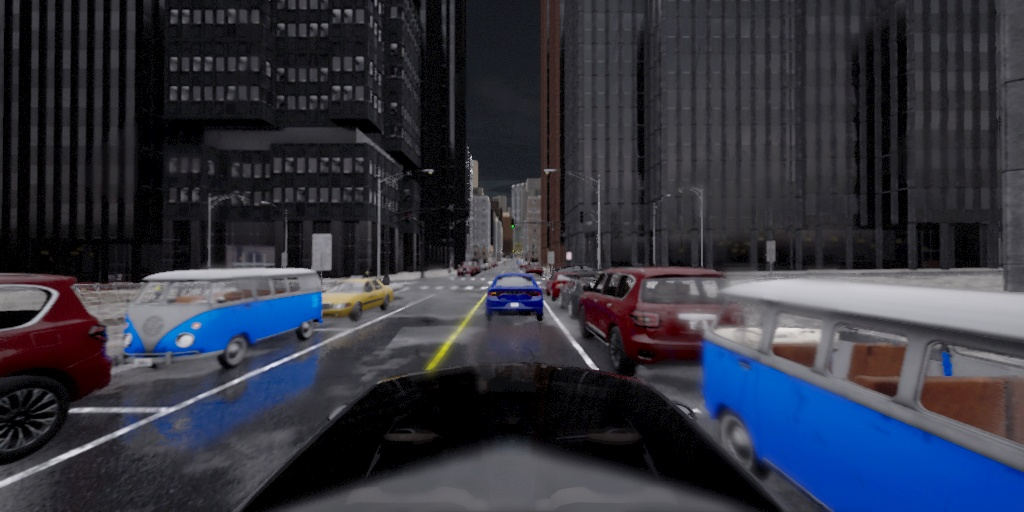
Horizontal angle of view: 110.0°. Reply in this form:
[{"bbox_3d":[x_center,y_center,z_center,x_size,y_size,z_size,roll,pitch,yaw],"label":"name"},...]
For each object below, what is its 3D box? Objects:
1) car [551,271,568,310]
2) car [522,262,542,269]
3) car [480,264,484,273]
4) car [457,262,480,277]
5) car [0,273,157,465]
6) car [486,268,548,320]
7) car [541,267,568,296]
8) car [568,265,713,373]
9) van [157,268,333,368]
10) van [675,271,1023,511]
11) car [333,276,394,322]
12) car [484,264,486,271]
[{"bbox_3d":[2.768,1.444,13.209,2.007,1.370,4.403,0,0,0],"label":"car"},{"bbox_3d":[2.781,1.633,45.772,2.192,1.841,5.009,0,0,0],"label":"car"},{"bbox_3d":[-5.742,1.708,51.428,2.192,1.841,5.009,0,0,0],"label":"car"},{"bbox_3d":[-5.744,1.632,45.786,2.192,1.841,5.009,0,0,0],"label":"car"},{"bbox_3d":[-5.766,1.070,2.176,2.192,1.841,5.009,0,0,0],"label":"car"},{"bbox_3d":[0.092,1.375,13.476,1.882,1.535,5.008,0,-1,0],"label":"car"},{"bbox_3d":[2.769,1.509,18.734,1.888,1.381,4.507,0,0,0],"label":"car"},{"bbox_3d":[2.767,1.139,7.685,2.192,1.841,5.009,0,0,0],"label":"car"},{"bbox_3d":[-5.763,1.165,7.701,1.690,1.789,3.998,0,0,0],"label":"van"},{"bbox_3d":[2.766,1.097,2.159,1.690,1.789,3.998,0,0,0],"label":"van"},{"bbox_3d":[-5.760,1.419,13.055,1.751,1.417,4.829,0,0,0],"label":"car"},{"bbox_3d":[-5.739,2.036,57.071,1.948,1.339,4.313,0,0,0],"label":"car"}]
